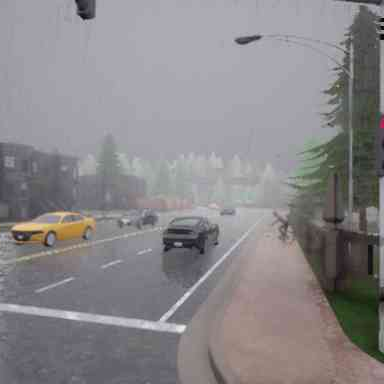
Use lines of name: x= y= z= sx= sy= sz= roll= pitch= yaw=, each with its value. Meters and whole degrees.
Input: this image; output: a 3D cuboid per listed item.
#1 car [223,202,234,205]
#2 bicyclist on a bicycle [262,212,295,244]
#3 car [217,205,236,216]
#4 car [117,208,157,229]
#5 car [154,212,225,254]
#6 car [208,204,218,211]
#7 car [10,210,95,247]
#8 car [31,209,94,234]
car: x=8.392 y=3.320 z=76.484 sx=2.150 sy=2.045 sz=5.566 roll=1 pitch=-1 yaw=14
bicyclist on a bicycle: x=4.369 y=1.823 z=16.867 sx=1.656 sy=1.620 sz=0.582 roll=0 pitch=-2 yaw=14
car: x=5.576 y=3.011 z=51.021 sx=1.895 sy=1.301 sz=4.718 roll=1 pitch=-1 yaw=15
car: x=-4.325 y=2.101 z=27.036 sx=2.128 sy=1.511 sz=4.902 roll=1 pitch=-1 yaw=15
car: x=0.078 y=1.914 z=15.688 sx=1.837 sy=1.490 sz=4.892 roll=1 pitch=-2 yaw=15
car: x=5.004 y=3.529 z=77.376 sx=1.882 sy=1.535 sz=5.008 roll=1 pitch=-1 yaw=14
car: x=-6.920 y=1.784 z=17.036 sx=1.882 sy=1.535 sz=5.008 roll=1 pitch=-1 yaw=14
car: x=-8.921 y=1.989 z=23.287 sx=1.994 sy=1.385 sz=4.181 roll=1 pitch=-1 yaw=15
